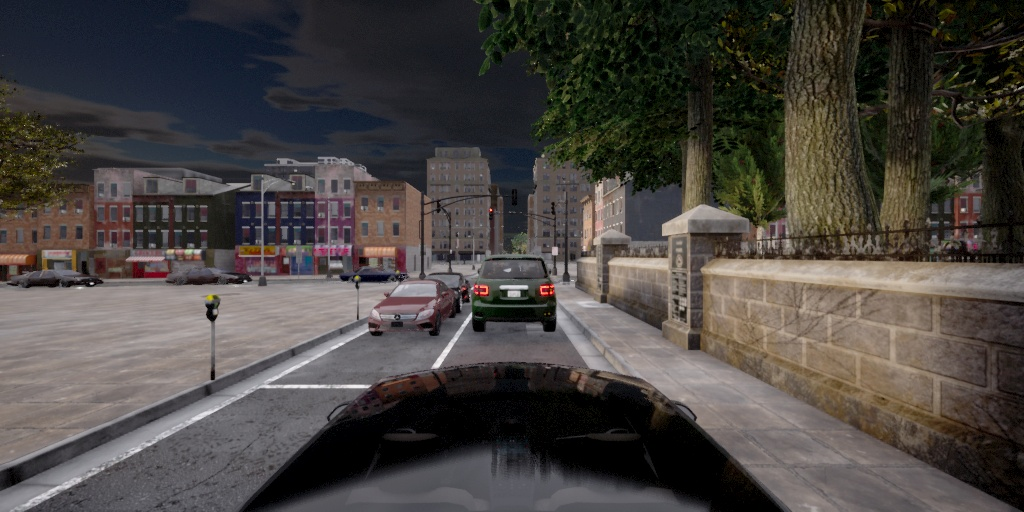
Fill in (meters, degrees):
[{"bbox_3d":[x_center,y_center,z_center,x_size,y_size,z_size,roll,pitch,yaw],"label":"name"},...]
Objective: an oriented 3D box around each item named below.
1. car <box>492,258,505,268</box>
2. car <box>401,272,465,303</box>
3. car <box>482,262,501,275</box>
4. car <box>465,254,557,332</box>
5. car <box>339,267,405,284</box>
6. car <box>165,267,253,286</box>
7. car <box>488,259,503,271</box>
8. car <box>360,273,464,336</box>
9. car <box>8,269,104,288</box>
[{"bbox_3d":[-2.283,1.213,61.622,1.882,1.535,5.008,0,0,0],"label":"car"},{"bbox_3d":[-2.638,1.315,13.981,1.948,1.339,4.313,0,0,0],"label":"car"},{"bbox_3d":[-2.280,1.342,40.767,1.895,1.301,4.718,0,0,0],"label":"car"},{"bbox_3d":[0.076,0.971,10.997,2.150,2.045,5.566,0,0,1],"label":"car"},{"bbox_3d":[-10.183,1.443,26.894,4.718,1.301,1.895,-1,0,0],"label":"car"},{"bbox_3d":[-22.637,1.540,26.851,5.357,1.411,2.033,-1,0,0],"label":"car"},{"bbox_3d":[-2.294,1.216,51.180,1.882,1.535,5.008,0,0,0],"label":"car"},{"bbox_3d":[-2.638,1.331,10.318,1.802,1.307,4.207,0,0,0],"label":"car"},{"bbox_3d":[-34.057,1.717,26.827,5.357,1.411,2.033,-1,0,1],"label":"car"}]
